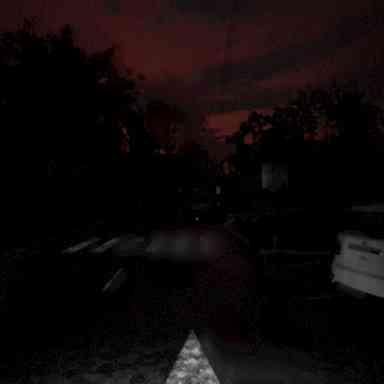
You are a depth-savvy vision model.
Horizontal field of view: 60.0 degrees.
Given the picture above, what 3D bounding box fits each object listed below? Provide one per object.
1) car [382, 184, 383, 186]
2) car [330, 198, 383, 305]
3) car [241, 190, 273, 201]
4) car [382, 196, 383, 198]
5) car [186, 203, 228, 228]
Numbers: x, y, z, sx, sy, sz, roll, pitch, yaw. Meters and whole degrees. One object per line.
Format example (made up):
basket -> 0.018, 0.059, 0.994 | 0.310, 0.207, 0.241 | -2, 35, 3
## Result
car -> 29.290, -1.048, 46.697 | 4.902, 1.511, 2.128 | -4, 0, -1
car -> 5.393, 1.233, 6.490 | 5.566, 2.045, 2.435 | 1, 0, -20
car -> 8.669, 0.504, 45.287 | 4.902, 1.511, 2.128 | -4, 1, -15
car -> 20.967, 1.523, 39.538 | 2.163, 1.488, 4.792 | 0, -1, -21
car -> 1.068, 1.476, 22.554 | 1.882, 1.535, 5.008 | -1, 0, 17
